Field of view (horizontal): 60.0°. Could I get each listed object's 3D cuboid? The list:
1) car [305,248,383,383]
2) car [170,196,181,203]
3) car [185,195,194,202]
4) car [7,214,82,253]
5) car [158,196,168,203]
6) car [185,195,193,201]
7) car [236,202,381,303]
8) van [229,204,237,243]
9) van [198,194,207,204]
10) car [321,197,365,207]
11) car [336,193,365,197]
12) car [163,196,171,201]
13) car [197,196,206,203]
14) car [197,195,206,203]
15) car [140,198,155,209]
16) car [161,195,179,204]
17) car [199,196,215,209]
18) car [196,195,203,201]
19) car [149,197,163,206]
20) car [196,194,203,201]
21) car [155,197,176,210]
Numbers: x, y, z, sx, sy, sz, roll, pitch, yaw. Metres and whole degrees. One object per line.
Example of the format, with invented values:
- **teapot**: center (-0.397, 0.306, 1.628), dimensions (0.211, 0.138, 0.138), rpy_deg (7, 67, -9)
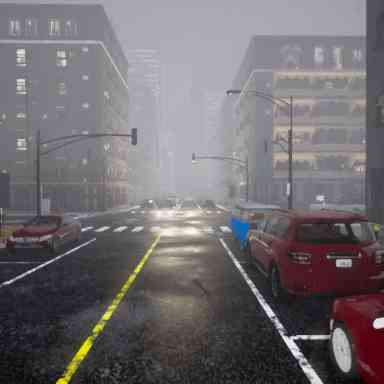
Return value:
- **car**: center (2.667, 1.546, 2.629), dimensions (1.887, 1.381, 4.507), rpy_deg (0, 0, 0)
- **car**: center (-3.611, 1.607, 73.635), dimensions (2.033, 1.411, 5.357), rpy_deg (0, 0, 0)
- **car**: center (-0.628, 1.586, 75.510), dimensions (1.812, 1.442, 4.674), rpy_deg (0, 0, 0)
- **car**: center (-5.806, 1.590, 13.615), dimensions (1.802, 1.307, 4.206), rpy_deg (0, 0, 0)
- **car**: center (-6.309, 1.612, 73.636), dimensions (1.887, 1.381, 4.507), rpy_deg (0, 0, 0)
- **car**: center (-0.711, 1.512, 85.546), dimensions (1.895, 1.301, 4.718), rpy_deg (0, 0, 0)
- **car**: center (2.619, 1.320, 8.157), dimensions (2.192, 1.841, 5.009), rpy_deg (0, 0, 0)
- **van**: center (2.573, 1.349, 13.685), dimensions (1.690, 1.788, 3.998), rpy_deg (0, 0, 0)
- **van**: center (2.117, 1.401, 68.171), dimensions (1.690, 1.788, 3.998), rpy_deg (0, 0, 0)
- **car**: center (13.375, 1.388, 30.715), dimensions (4.718, 1.301, 1.895), rpy_deg (-1, 0, -1)
- **car**: center (15.486, 1.053, 33.327), dimensions (5.009, 1.841, 2.192), rpy_deg (-1, 1, -1)
- **car**: center (-6.401, 1.665, 84.683), dimensions (1.802, 1.307, 4.206), rpy_deg (0, 0, 0)
- **car**: center (2.072, 1.633, 73.694), dimensions (1.947, 1.339, 4.313), rpy_deg (0, 0, 0)
- **car**: center (2.257, 1.605, 51.601), dimensions (1.947, 1.339, 4.313), rpy_deg (0, 0, 0)
- **car**: center (-6.077, 1.600, 46.020), dimensions (1.947, 1.339, 4.313), rpy_deg (0, 0, 0)
- **car**: center (-3.534, 1.605, 53.049), dimensions (1.994, 1.385, 4.181), rpy_deg (0, 0, -1)
- **car**: center (2.304, 1.615, 46.078), dimensions (1.802, 1.307, 4.206), rpy_deg (0, 0, 0)
- **car**: center (1.931, 1.617, 90.433), dimensions (1.752, 1.417, 4.829), rpy_deg (-1, 0, 0)
- **car**: center (-6.170, 1.612, 57.066), dimensions (1.947, 1.339, 4.313), rpy_deg (0, 0, 0)
- **car**: center (2.165, 1.598, 62.647), dimensions (1.887, 1.381, 4.507), rpy_deg (0, 0, 0)
- **car**: center (-3.446, 1.632, 43.960), dimensions (1.895, 1.301, 4.718), rpy_deg (0, 0, -1)
